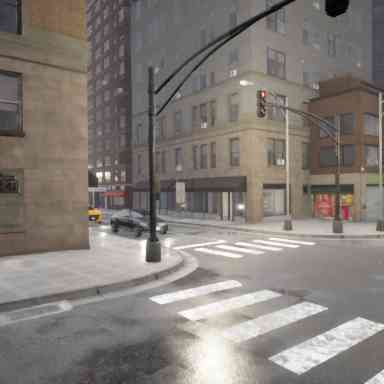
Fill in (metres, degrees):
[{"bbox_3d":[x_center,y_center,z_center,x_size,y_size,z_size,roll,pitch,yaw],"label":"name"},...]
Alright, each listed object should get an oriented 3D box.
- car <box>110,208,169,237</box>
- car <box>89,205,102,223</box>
[{"bbox_3d":[-3.224,1.695,19.473,1.812,1.442,4.674,-1,0,-38],"label":"car"},{"bbox_3d":[-8.939,1.732,26.976,1.882,1.535,5.008,-1,0,-37],"label":"car"}]
